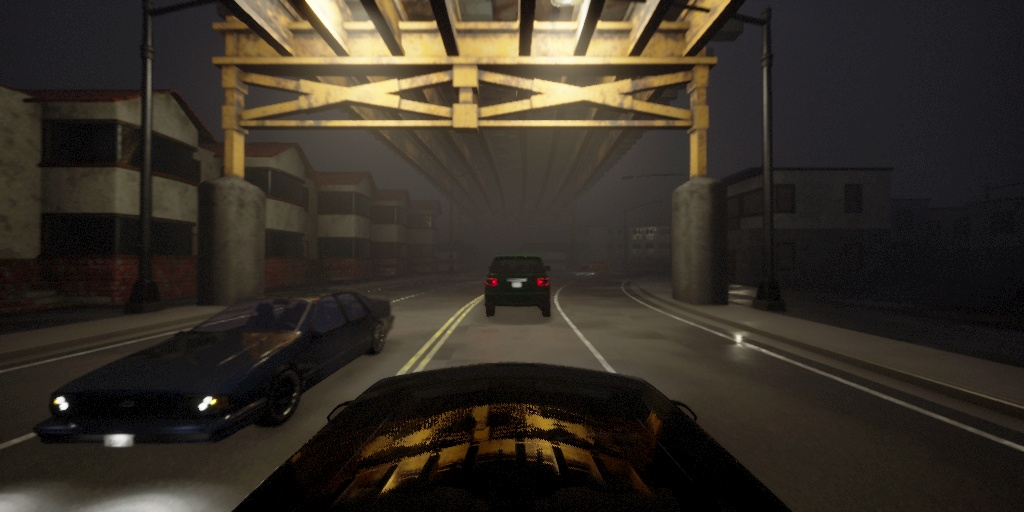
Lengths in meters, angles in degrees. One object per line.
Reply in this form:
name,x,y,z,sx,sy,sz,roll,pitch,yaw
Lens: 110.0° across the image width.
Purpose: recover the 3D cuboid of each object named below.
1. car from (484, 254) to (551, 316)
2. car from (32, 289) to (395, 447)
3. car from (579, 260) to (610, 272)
car,0.279,0.954,13.447,2.150,2.045,5.566,0,0,3
car,-3.582,1.291,5.931,2.033,1.411,5.357,0,0,0
car,10.412,1.237,45.058,5.008,1.535,1.882,1,-1,-45
